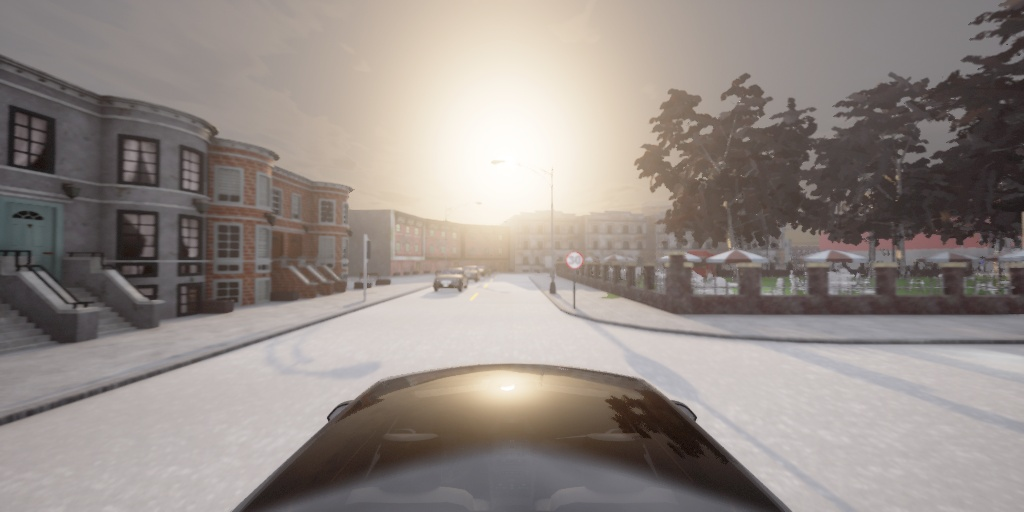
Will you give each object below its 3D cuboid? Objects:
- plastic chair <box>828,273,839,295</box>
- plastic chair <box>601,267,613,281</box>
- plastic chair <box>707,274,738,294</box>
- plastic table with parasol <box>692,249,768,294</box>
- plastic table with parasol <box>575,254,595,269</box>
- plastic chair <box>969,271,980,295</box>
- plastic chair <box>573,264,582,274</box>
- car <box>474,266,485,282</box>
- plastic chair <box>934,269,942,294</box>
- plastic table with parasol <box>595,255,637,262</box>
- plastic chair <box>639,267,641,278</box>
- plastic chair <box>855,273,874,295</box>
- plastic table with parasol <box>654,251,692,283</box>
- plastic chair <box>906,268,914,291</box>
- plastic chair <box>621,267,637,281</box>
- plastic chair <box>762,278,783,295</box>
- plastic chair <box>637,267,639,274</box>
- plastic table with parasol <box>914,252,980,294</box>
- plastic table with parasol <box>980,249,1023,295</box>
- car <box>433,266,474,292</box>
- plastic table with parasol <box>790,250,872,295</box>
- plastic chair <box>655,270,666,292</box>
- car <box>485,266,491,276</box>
[{"bbox_3d":[14.273,1.537,16.419,0.730,1.272,0.750,0,0,-40],"label":"plastic chair"},{"bbox_3d":[9.046,1.743,34.018,0.730,1.272,0.750,0,0,-40],"label":"plastic chair"},{"bbox_3d":[9.042,1.541,15.419,0.730,1.272,0.750,0,0,-40],"label":"plastic chair"},{"bbox_3d":[10.073,0.947,16.163,2.482,2.480,2.482,0,0,-40],"label":"plastic table with parasol"},{"bbox_3d":[9.239,1.332,42.436,2.482,2.480,2.482,0,0,0],"label":"plastic table with parasol"},{"bbox_3d":[23.007,1.503,17.472,0.750,1.272,0.730,0,0,-40],"label":"plastic chair"},{"bbox_3d":[7.977,1.937,42.526,0.730,1.272,0.750,0,0,0],"label":"plastic chair"},{"bbox_3d":[-4.107,1.726,34.798,2.128,1.511,4.902,0,-1,0],"label":"car"},{"bbox_3d":[25.453,1.577,21.026,0.730,1.272,0.750,0,0,-40],"label":"plastic chair"},{"bbox_3d":[10.032,1.115,34.742,2.482,2.480,2.482,0,0,-38],"label":"plastic table with parasol"},{"bbox_3d":[14.489,1.925,41.686,0.750,1.272,0.730,0,0,-35],"label":"plastic chair"},{"bbox_3d":[16.205,1.521,16.189,0.750,1.272,0.730,0,0,-35],"label":"plastic chair"},{"bbox_3d":[9.634,0.978,20.653,2.482,2.480,2.482,0,0,-40],"label":"plastic table with parasol"},{"bbox_3d":[25.747,1.602,22.791,0.750,1.272,0.730,0,0,-40],"label":"plastic chair"},{"bbox_3d":[10.978,1.737,33.729,0.750,1.272,0.730,0,0,-32],"label":"plastic chair"},{"bbox_3d":[10.975,1.537,15.190,0.750,1.272,0.730,0,0,-35],"label":"plastic chair"},{"bbox_3d":[12.548,1.846,37.817,0.750,1.272,0.730,0,0,-35],"label":"plastic chair"},{"bbox_3d":[26.484,0.989,21.770,2.482,2.480,2.482,0,0,-40],"label":"plastic table with parasol"},{"bbox_3d":[23.745,0.901,16.452,2.482,2.480,2.482,0,0,-40],"label":"plastic table with parasol"},{"bbox_3d":[-4.112,1.578,24.708,2.128,1.511,4.902,0,-1,0],"label":"car"},{"bbox_3d":[15.304,0.932,17.163,2.482,2.480,2.482,0,0,-40],"label":"plastic table with parasol"},{"bbox_3d":[8.603,1.568,19.909,0.730,1.272,0.750,0,0,-40],"label":"plastic chair"},{"bbox_3d":[-3.992,1.938,45.459,2.033,1.411,5.357,0,-1,9],"label":"car"}]
